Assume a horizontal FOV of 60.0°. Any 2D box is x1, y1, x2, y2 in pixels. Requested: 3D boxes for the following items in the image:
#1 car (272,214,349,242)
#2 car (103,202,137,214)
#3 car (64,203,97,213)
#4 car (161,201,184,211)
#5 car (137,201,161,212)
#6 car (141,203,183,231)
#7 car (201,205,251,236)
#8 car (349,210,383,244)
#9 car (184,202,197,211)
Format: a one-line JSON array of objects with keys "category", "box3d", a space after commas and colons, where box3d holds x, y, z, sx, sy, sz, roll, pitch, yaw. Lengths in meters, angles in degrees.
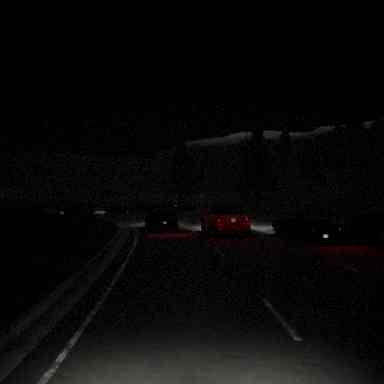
[{"category": "car", "box3d": [5.896, 1.780, 17.595, 1.895, 1.301, 4.718, 0, -1, -7]}, {"category": "car", "box3d": [-9.587, 2.134, 43.190, 1.895, 1.301, 4.718, 0, -1, -44]}, {"category": "car", "box3d": [-14.452, 2.097, 42.975, 5.357, 1.411, 2.033, -1, -1, 41]}, {"category": "car", "box3d": [-3.995, 2.053, 47.539, 2.128, 1.511, 4.902, 0, -1, -44]}, {"category": "car", "box3d": [-6.892, 2.025, 45.433, 5.008, 1.535, 1.882, 0, -1, 45]}, {"category": "car", "box3d": [-2.203, 1.748, 22.747, 1.882, 1.535, 5.008, 0, 0, -13]}, {"category": "car", "box3d": [1.886, 1.575, 20.085, 2.097, 1.767, 4.553, 0, -1, -10]}, {"category": "car", "box3d": [9.512, 1.661, 16.669, 1.837, 1.490, 4.892, 0, 0, -6]}, {"category": "car", "box3d": [-1.500, 2.180, 50.023, 1.895, 1.301, 4.718, 0, -1, -44]}]
